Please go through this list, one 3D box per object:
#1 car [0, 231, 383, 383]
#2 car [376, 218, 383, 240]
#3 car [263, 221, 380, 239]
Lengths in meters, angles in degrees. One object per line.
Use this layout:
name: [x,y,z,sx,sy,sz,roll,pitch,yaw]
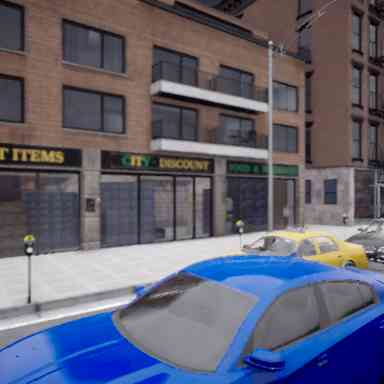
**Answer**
car: [0.513,1.478,3.432,5.008,1.535,1.882,0,0,-35]
car: [6.805,1.552,11.046,4.403,1.369,2.008,0,0,-35]
car: [2.263,1.526,7.812,4.829,1.417,1.752,0,0,-35]
